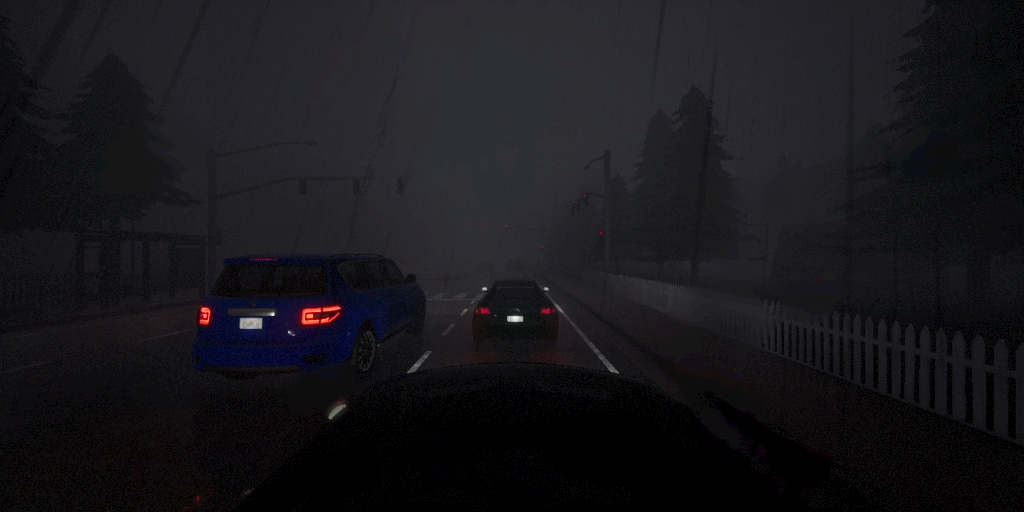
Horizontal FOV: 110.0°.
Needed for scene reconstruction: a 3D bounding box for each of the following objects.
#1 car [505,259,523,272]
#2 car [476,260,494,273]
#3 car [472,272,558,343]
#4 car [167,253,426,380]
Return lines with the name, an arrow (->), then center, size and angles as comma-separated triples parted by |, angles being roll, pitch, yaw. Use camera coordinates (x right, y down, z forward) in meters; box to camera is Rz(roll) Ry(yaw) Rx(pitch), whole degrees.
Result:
car -> 0.278, 1.103, 43.855 | 2.097, 1.767, 4.553 | 0, 0, 0
car -> -3.222, 1.244, 43.323 | 2.128, 1.511, 4.902 | 0, 0, 0
car -> 0.091, 1.314, 9.664 | 1.994, 1.385, 4.181 | 0, 0, 1
car -> -3.403, 0.972, 7.385 | 2.150, 2.045, 5.566 | 0, 0, 0
